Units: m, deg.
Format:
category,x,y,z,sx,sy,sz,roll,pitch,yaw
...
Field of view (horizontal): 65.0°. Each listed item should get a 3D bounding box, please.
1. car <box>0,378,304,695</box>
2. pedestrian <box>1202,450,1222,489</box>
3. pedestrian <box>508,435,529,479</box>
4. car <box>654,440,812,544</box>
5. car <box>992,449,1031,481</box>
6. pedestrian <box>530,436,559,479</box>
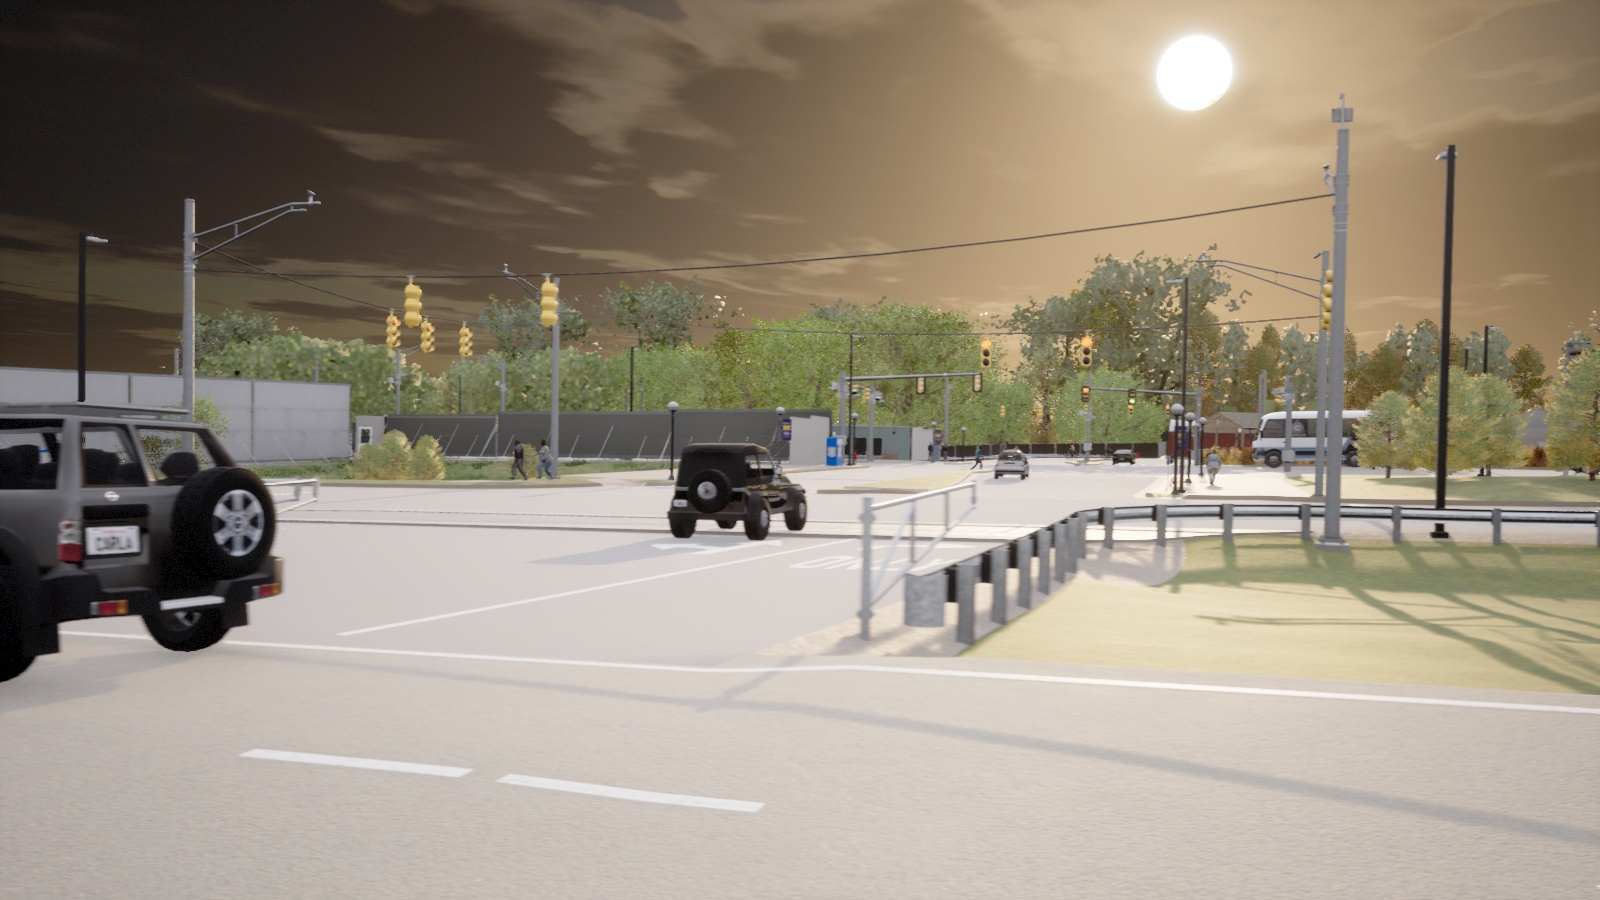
category,x,y,z,sx,sy,sz,roll,pitch,yaw
car,-6.137,0.519,8.985,4.605,1.855,1.932,0,-2,18
pedestrian,20.197,0.965,61.553,0.874,1.855,0.900,2,1,18
pedestrian,-12.256,0.309,54.611,0.849,1.883,0.563,1,1,-13
car,-1.262,0.771,25.540,1.905,1.878,3.866,1,1,19
car,11.997,0.834,71.111,1.851,1.617,3.988,1,2,14
pedestrian,-11.228,0.309,55.187,0.900,1.855,0.874,0,2,-39
